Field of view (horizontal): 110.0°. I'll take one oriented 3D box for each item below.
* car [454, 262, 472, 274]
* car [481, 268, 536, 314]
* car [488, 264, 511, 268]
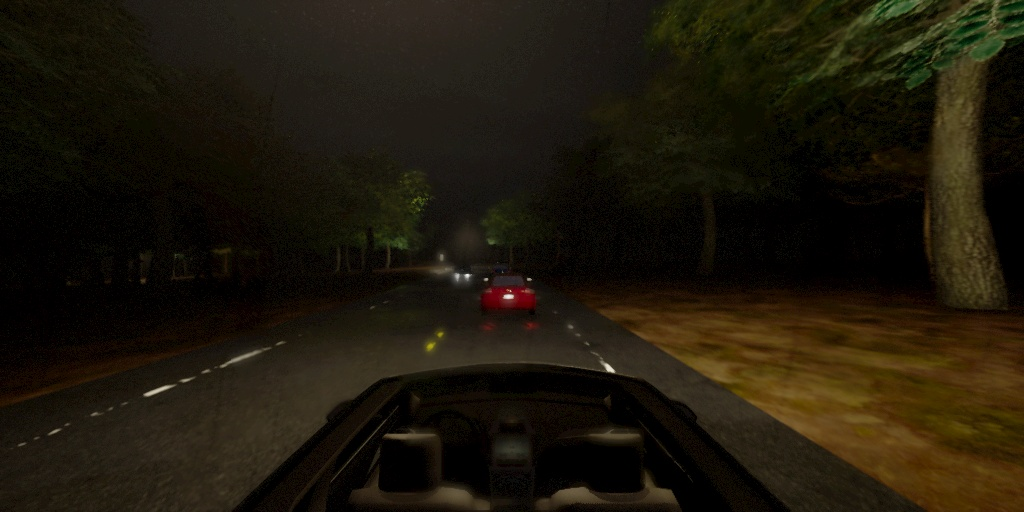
[{"bbox_3d":[-6.013,1.470,44.182,1.994,1.385,4.181,0,0,-6],"label":"car"},{"bbox_3d":[-0.167,1.331,13.953,1.994,1.385,4.181,0,0,-2],"label":"car"},{"bbox_3d":[-0.993,1.344,29.702,1.812,1.442,4.674,0,0,-4],"label":"car"}]
